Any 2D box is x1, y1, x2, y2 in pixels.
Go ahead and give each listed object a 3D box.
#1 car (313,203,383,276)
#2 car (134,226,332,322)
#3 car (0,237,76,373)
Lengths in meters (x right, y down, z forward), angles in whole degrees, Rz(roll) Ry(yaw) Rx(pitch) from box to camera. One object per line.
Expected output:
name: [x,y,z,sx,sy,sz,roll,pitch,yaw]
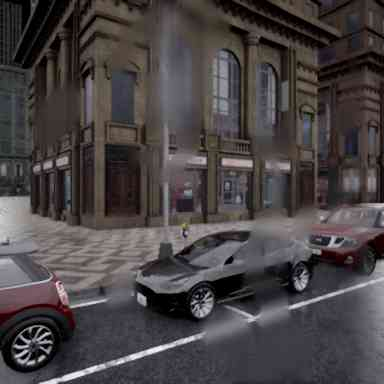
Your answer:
car: [5.442,1.308,10.496,5.009,1.841,2.192,0,0,-35]
car: [0.873,1.562,7.255,4.313,1.339,1.947,0,0,-35]
car: [-3.696,1.441,4.014,4.097,1.590,1.967,0,0,-35]
